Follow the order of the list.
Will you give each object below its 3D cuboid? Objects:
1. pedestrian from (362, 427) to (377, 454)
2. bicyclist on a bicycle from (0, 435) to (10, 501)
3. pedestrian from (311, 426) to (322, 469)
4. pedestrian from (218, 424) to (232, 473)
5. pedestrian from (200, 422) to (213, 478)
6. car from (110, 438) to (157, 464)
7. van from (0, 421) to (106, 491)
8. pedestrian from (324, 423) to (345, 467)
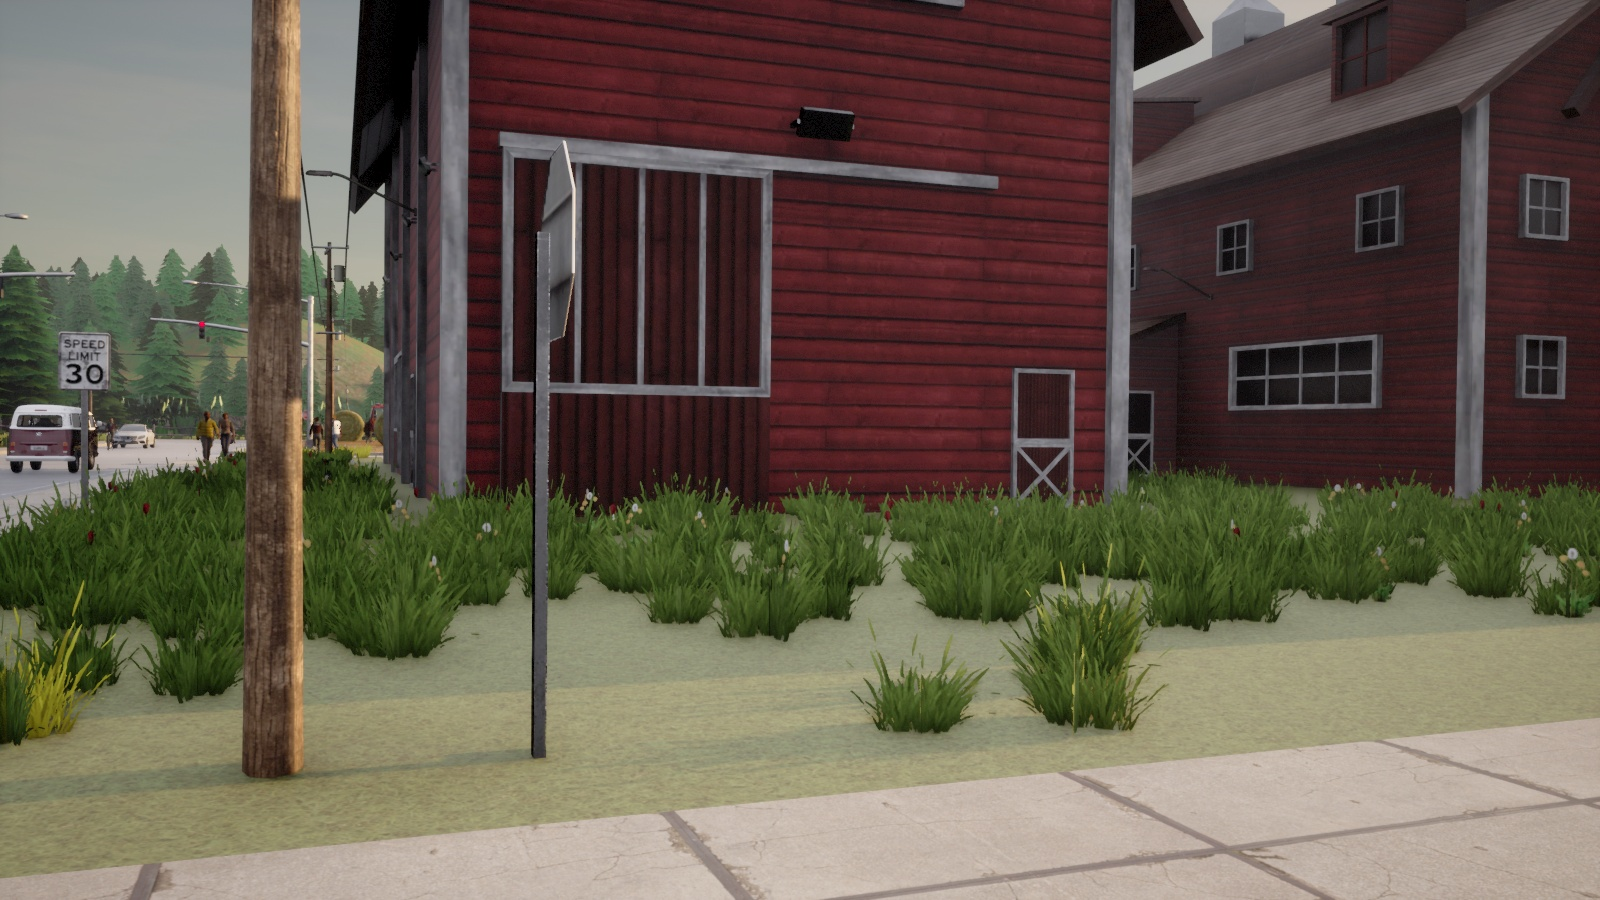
[{"bbox_3d":[-30.081,-0.670,87.723,0.634,1.844,0.899,0,1,9],"label":"pedestrian"},{"bbox_3d":[-20.210,0.449,30.973,0.866,1.612,1.509,-1,1,-19],"label":"bicyclist on a bicycle"},{"bbox_3d":[-21.821,-0.113,56.703,0.402,1.930,0.666,-1,1,-24],"label":"pedestrian"},{"bbox_3d":[-21.280,-0.073,46.482,0.328,1.805,0.869,-1,1,-19],"label":"pedestrian"},{"bbox_3d":[-19.707,-0.012,41.684,0.370,1.835,0.726,-1,1,-26],"label":"pedestrian"},{"bbox_3d":[-39.799,0.032,75.079,1.812,1.442,4.674,-1,1,-20],"label":"car"},{"bbox_3d":[-23.036,0.138,38.830,2.069,2.038,4.480,-1,1,-20],"label":"van"},{"bbox_3d":[-19.218,-0.207,51.821,0.706,1.836,0.354,0,1,19],"label":"pedestrian"}]
